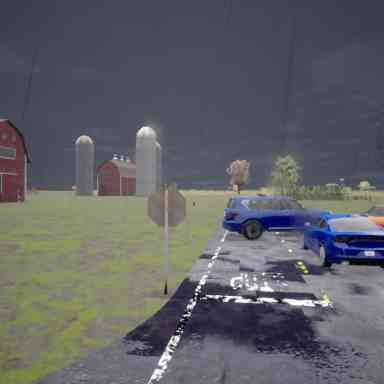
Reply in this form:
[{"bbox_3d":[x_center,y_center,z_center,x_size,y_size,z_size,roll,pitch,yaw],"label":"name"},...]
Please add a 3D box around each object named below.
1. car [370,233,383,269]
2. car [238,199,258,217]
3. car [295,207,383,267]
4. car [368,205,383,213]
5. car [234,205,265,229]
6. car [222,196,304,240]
[{"bbox_3d":[4.677,1.529,4.014,1.812,1.442,4.674,0,0,-11],"label":"car"},{"bbox_3d":[5.557,1.502,32.976,1.837,1.490,4.892,0,0,9],"label":"car"},{"bbox_3d":[5.033,1.480,11.277,1.882,1.535,5.008,0,0,7],"label":"car"},{"bbox_3d":[8.982,1.371,15.495,2.097,1.767,4.553,0,0,-42],"label":"car"},{"bbox_3d":[3.880,1.601,22.673,1.895,1.301,4.718,0,0,9],"label":"car"},{"bbox_3d":[4.279,1.219,16.540,5.566,2.045,2.150,0,0,-4],"label":"car"}]
